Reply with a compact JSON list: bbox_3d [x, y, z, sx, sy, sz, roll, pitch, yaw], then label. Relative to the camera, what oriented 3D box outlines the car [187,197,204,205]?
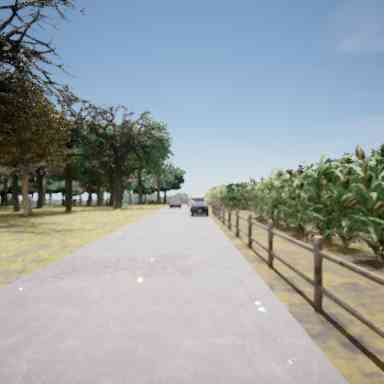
[{"bbox_3d":[0.811,1.649,46.268,2.150,2.045,5.566,0,-1,0],"label":"car"}]

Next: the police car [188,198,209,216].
[{"bbox_3d":[0.814,1.735,36.340,1.930,1.638,5.238,0,-1,0],"label":"police car"}]

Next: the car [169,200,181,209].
[{"bbox_3d":[-2.829,2.043,56.727,1.882,1.535,5.008,0,-1,0],"label":"car"}]

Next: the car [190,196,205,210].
[{"bbox_3d":[0.809,1.729,52.269,2.150,2.045,5.566,0,-1,0],"label":"car"}]

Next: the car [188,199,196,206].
[{"bbox_3d":[-0.022,2.212,72.241,1.812,1.442,4.674,0,-1,0],"label":"car"}]
